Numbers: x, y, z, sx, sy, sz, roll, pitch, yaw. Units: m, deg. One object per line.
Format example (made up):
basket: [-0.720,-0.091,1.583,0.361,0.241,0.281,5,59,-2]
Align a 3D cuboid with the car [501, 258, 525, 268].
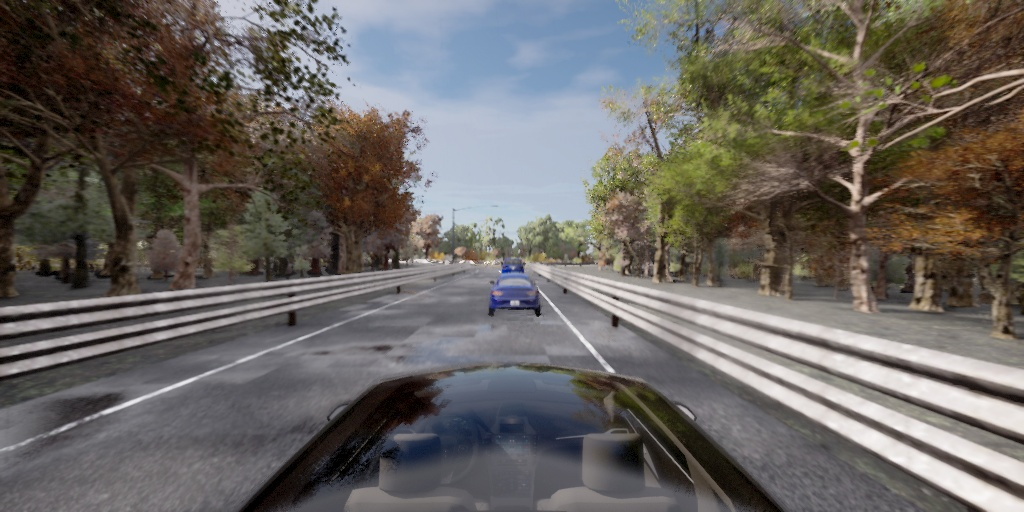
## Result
car: [0.098,1.251,35.493,2.150,2.045,5.566,0,0,0]

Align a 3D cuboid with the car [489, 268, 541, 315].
car: [0.097,1.377,13.917,1.812,1.442,4.674,0,0,0]
